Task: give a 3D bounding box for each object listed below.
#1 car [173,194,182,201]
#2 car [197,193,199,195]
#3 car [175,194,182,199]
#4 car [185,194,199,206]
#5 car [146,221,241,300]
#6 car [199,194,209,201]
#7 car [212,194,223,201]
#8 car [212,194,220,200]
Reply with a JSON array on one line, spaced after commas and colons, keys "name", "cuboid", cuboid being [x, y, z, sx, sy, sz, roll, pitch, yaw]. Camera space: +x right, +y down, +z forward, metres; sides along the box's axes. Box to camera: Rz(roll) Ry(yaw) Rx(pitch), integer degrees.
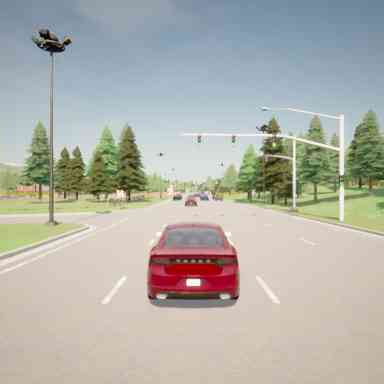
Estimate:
[{"name": "car", "cuboid": [-3.745, 1.456, 83.664, 1.882, 1.535, 5.008, 0, 0, 0]}, {"name": "car", "cuboid": [3.224, 1.342, 94.105, 2.128, 1.511, 4.902, 0, 0, 0]}, {"name": "car", "cuboid": [-3.776, 1.295, 94.084, 1.882, 1.535, 5.008, 0, 0, 0]}, {"name": "car", "cuboid": [-0.155, 1.517, 53.062, 1.812, 1.442, 4.674, 0, 0, 0]}, {"name": "car", "cuboid": [0.038, 1.476, 8.459, 1.882, 1.535, 5.008, 0, 0, 0]}, {"name": "car", "cuboid": [3.254, 1.503, 84.101, 1.812, 1.442, 4.674, 0, 0, 0]}, {"name": "car", "cuboid": [6.755, 1.503, 83.695, 2.128, 1.511, 4.902, 0, 0, 0]}, {"name": "car", "cuboid": [6.724, 1.357, 94.115, 2.033, 1.411, 5.357, 0, 0, 0]}]
